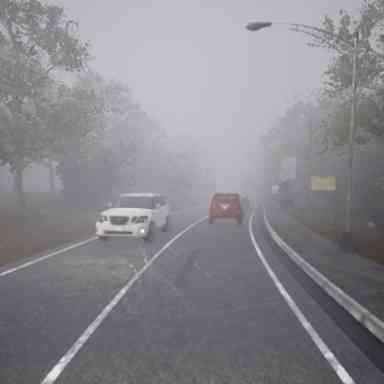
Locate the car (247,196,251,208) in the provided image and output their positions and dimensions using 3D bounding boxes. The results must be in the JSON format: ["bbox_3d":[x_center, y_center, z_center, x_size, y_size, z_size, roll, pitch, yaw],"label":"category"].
[{"bbox_3d":[6.261,1.166,41.618,2.128,1.511,4.902,1,1,12],"label":"car"}]

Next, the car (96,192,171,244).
[{"bbox_3d":[-2.452,1.052,15.440,2.150,2.045,5.566,1,0,8],"label":"car"}]

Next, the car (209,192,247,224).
[{"bbox_3d":[2.523,1.037,23.385,2.150,2.045,5.566,1,1,10],"label":"car"}]
